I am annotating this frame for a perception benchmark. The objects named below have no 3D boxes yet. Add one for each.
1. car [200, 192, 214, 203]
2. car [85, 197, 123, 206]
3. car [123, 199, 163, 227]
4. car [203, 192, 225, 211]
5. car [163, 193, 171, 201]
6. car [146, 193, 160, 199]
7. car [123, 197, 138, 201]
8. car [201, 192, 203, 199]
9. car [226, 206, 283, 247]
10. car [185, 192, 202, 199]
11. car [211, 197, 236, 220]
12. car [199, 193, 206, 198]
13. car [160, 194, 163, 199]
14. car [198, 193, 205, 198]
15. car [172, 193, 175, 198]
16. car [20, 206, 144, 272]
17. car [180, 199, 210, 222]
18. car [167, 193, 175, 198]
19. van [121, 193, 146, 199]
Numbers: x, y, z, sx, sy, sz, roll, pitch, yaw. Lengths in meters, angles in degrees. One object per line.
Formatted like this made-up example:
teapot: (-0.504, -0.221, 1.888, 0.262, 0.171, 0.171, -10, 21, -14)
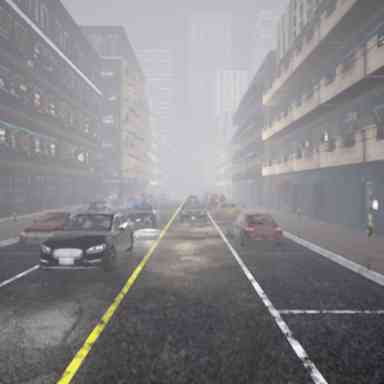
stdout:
car: (2.660, 0.872, 58.984, 2.192, 1.841, 5.009, -1, 0, 0)
car: (-5.674, 1.290, 19.798, 1.967, 1.590, 4.097, -1, 0, 0)
car: (-3.081, 1.404, 21.053, 1.994, 1.385, 4.181, 0, 0, 0)
car: (2.666, 1.039, 36.577, 2.192, 1.841, 5.009, -1, 0, 0)
car: (-5.718, 1.098, 64.614, 1.802, 1.307, 4.206, -1, 0, 0)
car: (-5.705, 0.997, 42.205, 2.192, 1.841, 5.009, -1, 0, 0)
car: (-5.674, 1.359, 25.401, 2.008, 1.369, 4.403, -1, 0, 0)
car: (2.663, 0.956, 47.781, 2.192, 1.841, 5.009, -1, 0, 0)
car: (2.677, 1.474, 14.171, 1.802, 1.307, 4.206, -1, 0, 0)
car: (0.086, 1.160, 45.603, 1.837, 1.490, 4.892, 0, 0, 0)
car: (2.672, 1.332, 25.545, 1.752, 1.417, 4.829, -1, 0, 0)
car: (2.655, 0.874, 87.165, 1.752, 1.417, 4.829, -1, 0, 0)
car: (-5.721, 1.191, 47.809, 2.008, 1.369, 4.403, -1, 0, 0)
car: (2.654, 0.875, 92.597, 1.947, 1.339, 4.313, -1, 0, 0)
car: (-5.723, 0.942, 81.420, 2.008, 1.369, 4.403, -1, 0, 0)
car: (-3.065, 1.411, 10.600, 2.128, 1.511, 4.902, 0, 0, 0)
car: (0.093, 1.416, 24.388, 1.895, 1.301, 4.718, 0, 0, 0)
car: (-5.727, 0.859, 92.624, 2.008, 1.369, 4.403, -1, 0, 0)
van: (-5.679, 1.107, 31.001, 1.690, 1.788, 3.998, -1, 0, 0)
